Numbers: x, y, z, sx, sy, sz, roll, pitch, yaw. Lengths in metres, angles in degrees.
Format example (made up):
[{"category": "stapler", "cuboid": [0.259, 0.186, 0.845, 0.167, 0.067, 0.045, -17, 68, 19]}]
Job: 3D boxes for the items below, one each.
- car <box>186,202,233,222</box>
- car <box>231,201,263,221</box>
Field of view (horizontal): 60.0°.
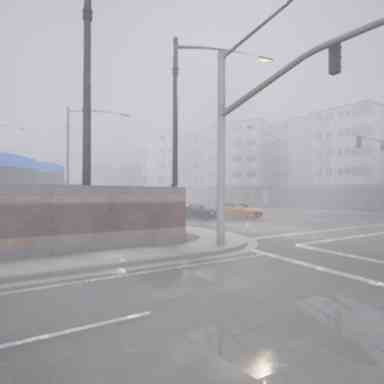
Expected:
[{"category": "car", "cuboid": [0.899, 1.700, 27.729, 1.895, 1.301, 4.718, 0, 0, -35]}, {"category": "car", "cuboid": [4.042, 1.597, 29.255, 1.882, 1.535, 5.008, 0, 0, -35]}]
